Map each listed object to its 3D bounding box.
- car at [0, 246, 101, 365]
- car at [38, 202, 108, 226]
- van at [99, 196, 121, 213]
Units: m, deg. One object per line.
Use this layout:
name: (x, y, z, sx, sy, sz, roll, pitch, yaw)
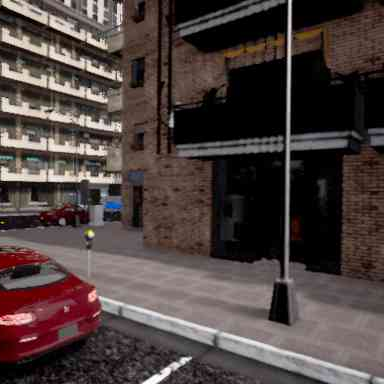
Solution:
car: (-3.208, 1.543, 5.285, 4.206, 1.307, 1.802, 0, 1, 35)
car: (-8.603, 1.611, 23.778, 1.887, 1.381, 4.507, 0, 0, 36)
van: (-8.790, 1.404, 37.896, 1.690, 1.788, 3.998, 0, 0, 36)
